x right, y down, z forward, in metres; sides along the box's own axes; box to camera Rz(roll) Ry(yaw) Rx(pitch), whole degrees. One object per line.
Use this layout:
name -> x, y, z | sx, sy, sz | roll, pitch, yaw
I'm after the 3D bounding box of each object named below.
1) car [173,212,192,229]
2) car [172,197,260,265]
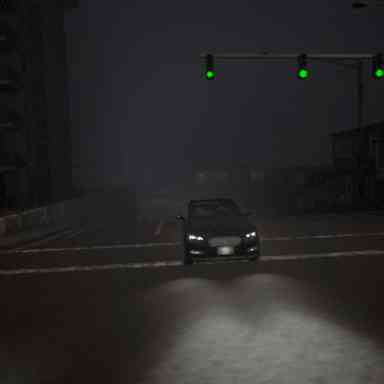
car -> -1.086, 3.073, 35.253 | 1.812, 1.442, 4.674 | -2, -9, -4
car -> 0.559, 0.925, 9.696 | 2.128, 1.511, 4.902 | -3, 2, -4
